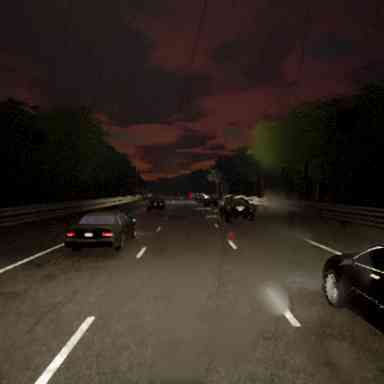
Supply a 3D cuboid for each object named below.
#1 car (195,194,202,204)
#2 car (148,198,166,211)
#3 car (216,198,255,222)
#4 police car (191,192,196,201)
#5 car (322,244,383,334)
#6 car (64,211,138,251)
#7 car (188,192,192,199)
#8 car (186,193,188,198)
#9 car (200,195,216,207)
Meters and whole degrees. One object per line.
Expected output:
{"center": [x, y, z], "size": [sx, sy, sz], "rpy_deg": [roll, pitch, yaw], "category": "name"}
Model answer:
{"center": [2.093, 1.327, 57.565], "size": [1.994, 1.385, 4.181], "rpy_deg": [0, 0, -3], "category": "car"}
{"center": [-4.039, 1.371, 38.391], "size": [2.033, 1.411, 5.357], "rpy_deg": [0, 0, -2], "category": "car"}
{"center": [3.307, 1.219, 25.157], "size": [2.097, 1.767, 4.553], "rpy_deg": [0, 0, -1], "category": "car"}
{"center": [1.502, 1.163, 68.739], "size": [1.930, 1.638, 5.238], "rpy_deg": [0, 0, -3], "category": "police car"}
{"center": [3.577, 1.468, 4.885], "size": [1.837, 1.490, 4.892], "rpy_deg": [0, 0, 0], "category": "car"}
{"center": [-3.488, 1.467, 13.616], "size": [2.033, 1.411, 5.357], "rpy_deg": [0, 0, -1], "category": "car"}
{"center": [0.826, 1.210, 79.688], "size": [2.128, 1.511, 4.902], "rpy_deg": [0, 0, -4], "category": "car"}
{"center": [0.038, 0.921, 90.770], "size": [2.150, 2.045, 5.566], "rpy_deg": [0, 0, -4], "category": "car"}
{"center": [2.574, 1.394, 46.526], "size": [1.895, 1.301, 4.718], "rpy_deg": [0, 0, -2], "category": "car"}
